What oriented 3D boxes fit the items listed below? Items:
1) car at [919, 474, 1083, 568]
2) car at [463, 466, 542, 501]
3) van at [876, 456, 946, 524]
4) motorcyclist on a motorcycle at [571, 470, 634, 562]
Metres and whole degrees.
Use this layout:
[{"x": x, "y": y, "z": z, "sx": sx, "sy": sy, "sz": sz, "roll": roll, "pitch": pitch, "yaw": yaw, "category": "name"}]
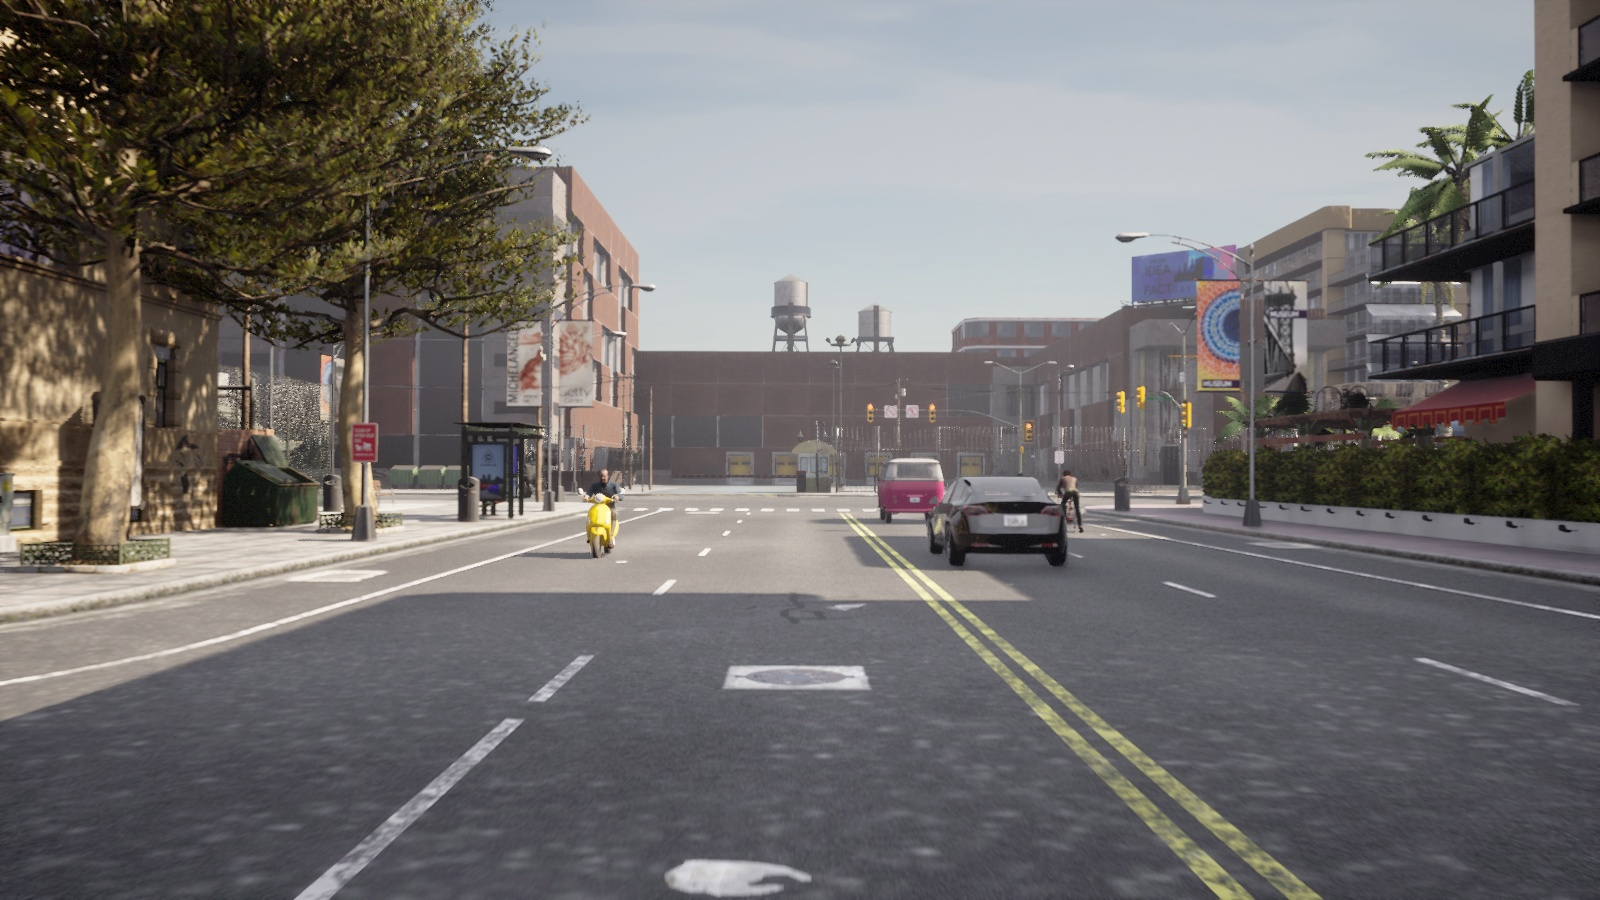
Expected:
[{"x": 3.444, "y": 1.178, "z": 22.519, "sx": 2.163, "sy": 1.488, "sz": 4.792, "roll": 0, "pitch": -1, "yaw": 0, "category": "car"}, {"x": -16.326, "y": 1.831, "z": 69.011, "sx": 3.866, "sy": 1.878, "sz": 1.905, "roll": 0, "pitch": -1, "yaw": 0, "category": "car"}, {"x": 3.402, "y": 1.212, "z": 39.294, "sx": 1.775, "sy": 1.987, "sz": 4.442, "roll": 0, "pitch": -1, "yaw": 0, "category": "van"}, {"x": -3.556, "y": 1.163, "z": 22.730, "sx": 0.866, "sy": 1.590, "sz": 1.817, "roll": 0, "pitch": -1, "yaw": 0, "category": "motorcyclist on a motorcycle"}]
